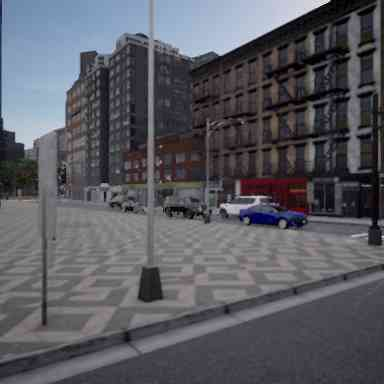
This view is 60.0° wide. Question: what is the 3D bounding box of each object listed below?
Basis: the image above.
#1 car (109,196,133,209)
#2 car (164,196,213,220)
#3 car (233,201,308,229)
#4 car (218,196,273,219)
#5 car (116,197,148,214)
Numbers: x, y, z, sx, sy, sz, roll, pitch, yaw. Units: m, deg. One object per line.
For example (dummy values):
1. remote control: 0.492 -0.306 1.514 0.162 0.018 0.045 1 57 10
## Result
1. car: -10.300 1.530 49.156 2.150 2.045 5.566 0 0 -36
2. car: -0.481 1.393 30.403 2.150 2.045 5.566 0 -1 -36
3. car: 5.366 1.579 22.403 1.882 1.535 5.008 0 -1 -37
4. car: 4.662 1.372 28.803 2.150 2.045 5.566 0 -1 -36
5. car: -6.515 1.727 38.659 2.128 1.511 4.902 0 0 -36
